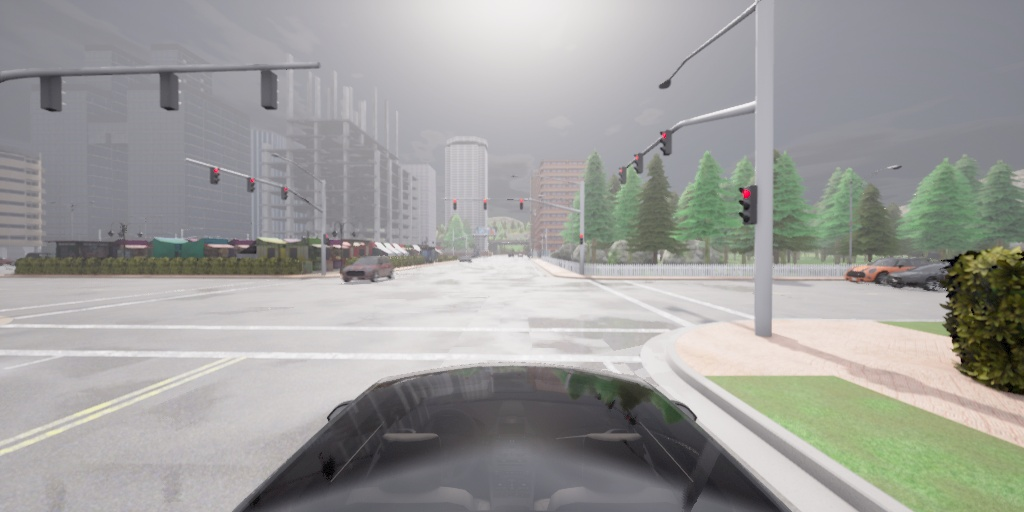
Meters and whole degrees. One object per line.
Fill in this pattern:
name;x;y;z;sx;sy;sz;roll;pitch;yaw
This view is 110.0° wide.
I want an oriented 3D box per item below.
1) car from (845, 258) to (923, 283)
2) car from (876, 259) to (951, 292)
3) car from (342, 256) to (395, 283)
car;23.834;0.892;22.486;4.553;1.767;2.097;0;1;3
car;22.896;1.079;19.031;4.892;1.490;1.837;0;1;3
car;-9.860;0.820;24.879;2.097;1.767;4.553;0;0;1
